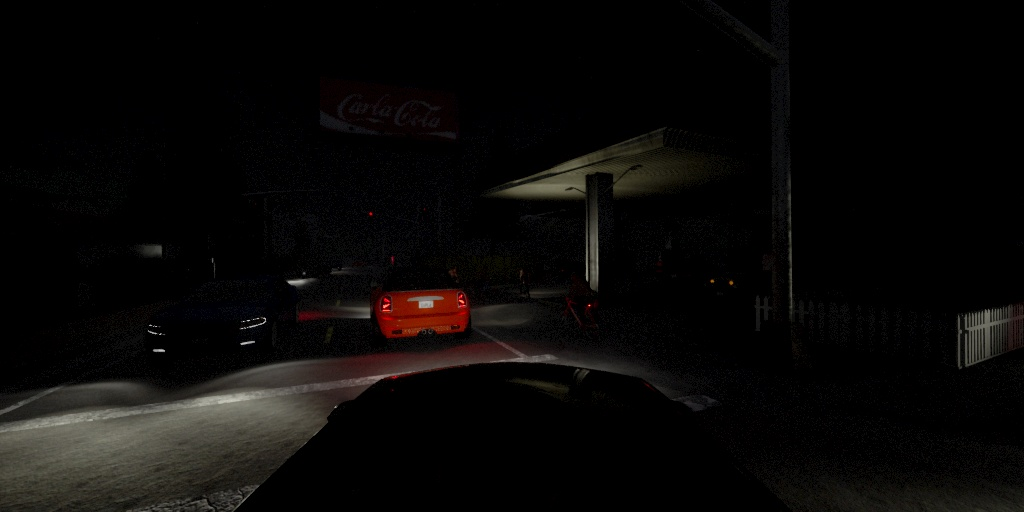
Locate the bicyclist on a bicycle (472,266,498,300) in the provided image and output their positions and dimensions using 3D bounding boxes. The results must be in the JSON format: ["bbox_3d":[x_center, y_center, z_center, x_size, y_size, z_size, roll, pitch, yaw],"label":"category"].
[{"bbox_3d":[-1.454,1.322,17.805,1.656,1.620,0.582,1,0,-22],"label":"bicyclist on a bicycle"}]

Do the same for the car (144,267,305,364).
[{"bbox_3d":[-6.319,1.194,8.387,1.882,1.535,5.008,0,0,-24],"label":"car"}]

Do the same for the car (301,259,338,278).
[{"bbox_3d":[-19.479,1.341,35.543,2.128,1.511,4.902,0,0,-7],"label":"car"}]

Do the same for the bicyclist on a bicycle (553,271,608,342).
[{"bbox_3d":[1.640,1.194,8.735,0.582,1.620,1.656,3,-2,-43],"label":"bicyclist on a bicycle"}]

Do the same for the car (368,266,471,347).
[{"bbox_3d":[-2.614,1.041,9.486,2.097,1.767,4.553,0,0,-22],"label":"car"}]

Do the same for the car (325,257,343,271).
[{"bbox_3d":[-25.294,1.112,50.403,2.150,2.045,5.566,0,0,-24],"label":"car"}]

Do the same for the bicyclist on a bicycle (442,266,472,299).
[{"bbox_3d":[-2.751,1.295,16.413,1.656,1.620,0.582,1,0,37],"label":"bicyclist on a bicycle"}]

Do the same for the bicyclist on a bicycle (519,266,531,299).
[{"bbox_3d":[0.654,1.315,17.937,0.582,1.620,1.656,0,0,16],"label":"bicyclist on a bicycle"}]

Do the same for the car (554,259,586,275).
[{"bbox_3d":[7.248,1.332,39.191,4.892,1.490,1.837,0,0,-24],"label":"car"}]
